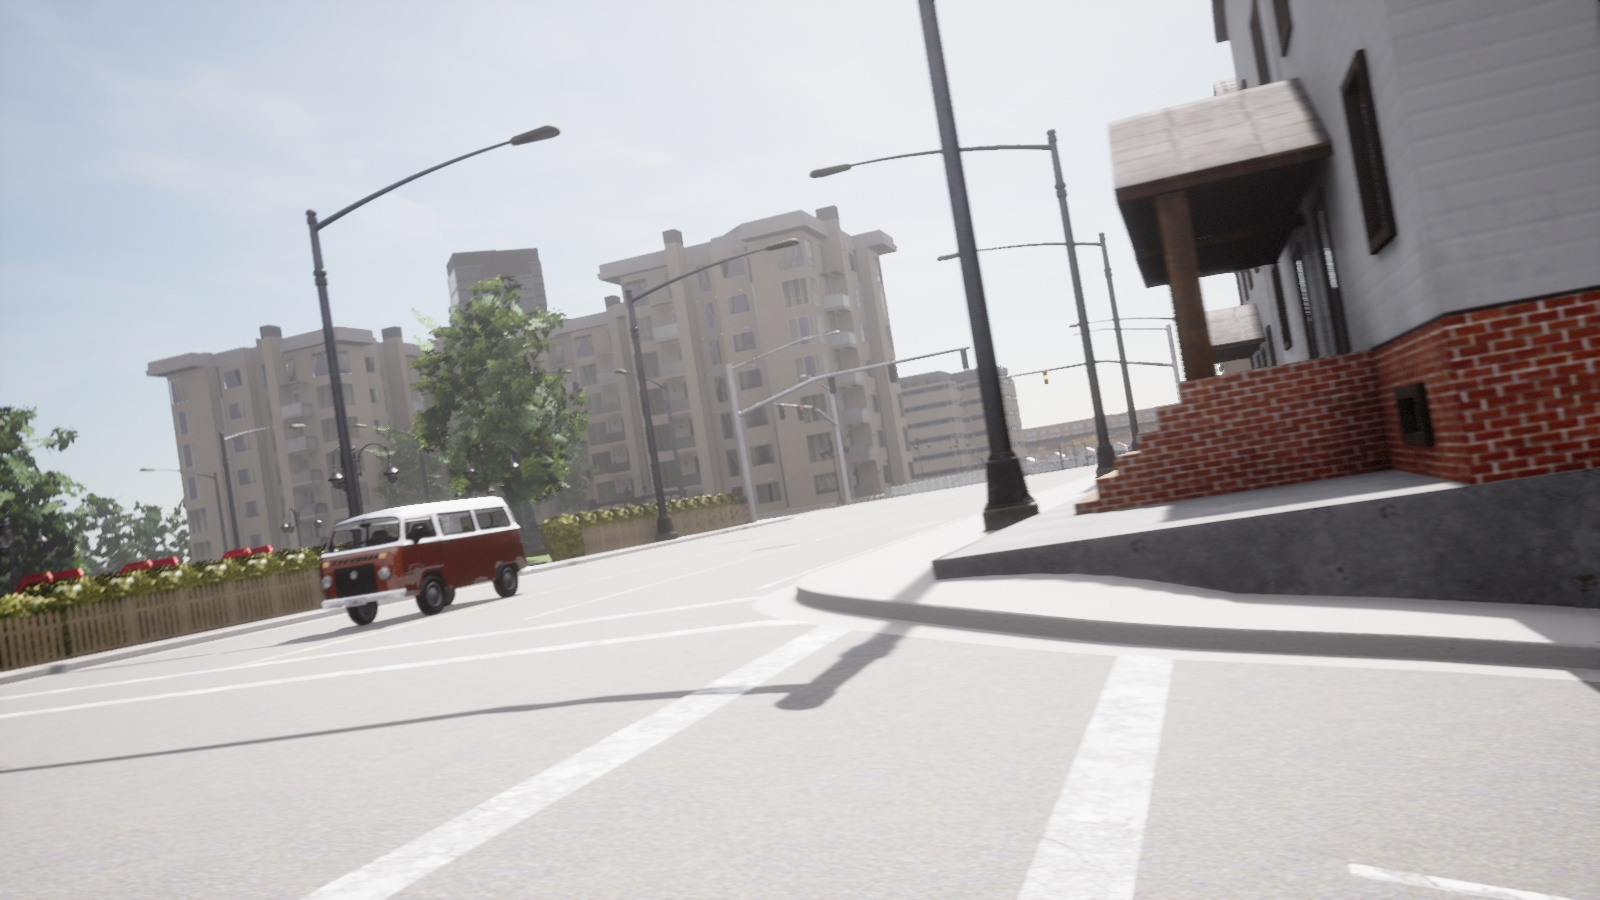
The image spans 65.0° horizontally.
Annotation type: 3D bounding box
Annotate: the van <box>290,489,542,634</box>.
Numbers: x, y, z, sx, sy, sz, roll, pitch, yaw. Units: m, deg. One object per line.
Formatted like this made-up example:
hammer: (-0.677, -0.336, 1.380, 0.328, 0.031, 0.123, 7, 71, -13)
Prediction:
van: (-7.063, 1.999, 23.669, 2.069, 2.038, 4.480, -10, -2, 19)
